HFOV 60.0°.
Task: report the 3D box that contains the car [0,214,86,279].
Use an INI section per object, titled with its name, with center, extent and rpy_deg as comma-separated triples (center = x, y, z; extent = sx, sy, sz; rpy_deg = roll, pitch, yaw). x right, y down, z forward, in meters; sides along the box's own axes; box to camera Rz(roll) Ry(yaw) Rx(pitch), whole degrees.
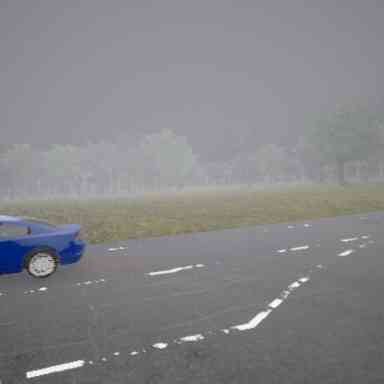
[car]
center = -5.278, 1.374, 8.293
extent = 5.008, 1.535, 1.882
rpy_deg = -3, 2, -21
